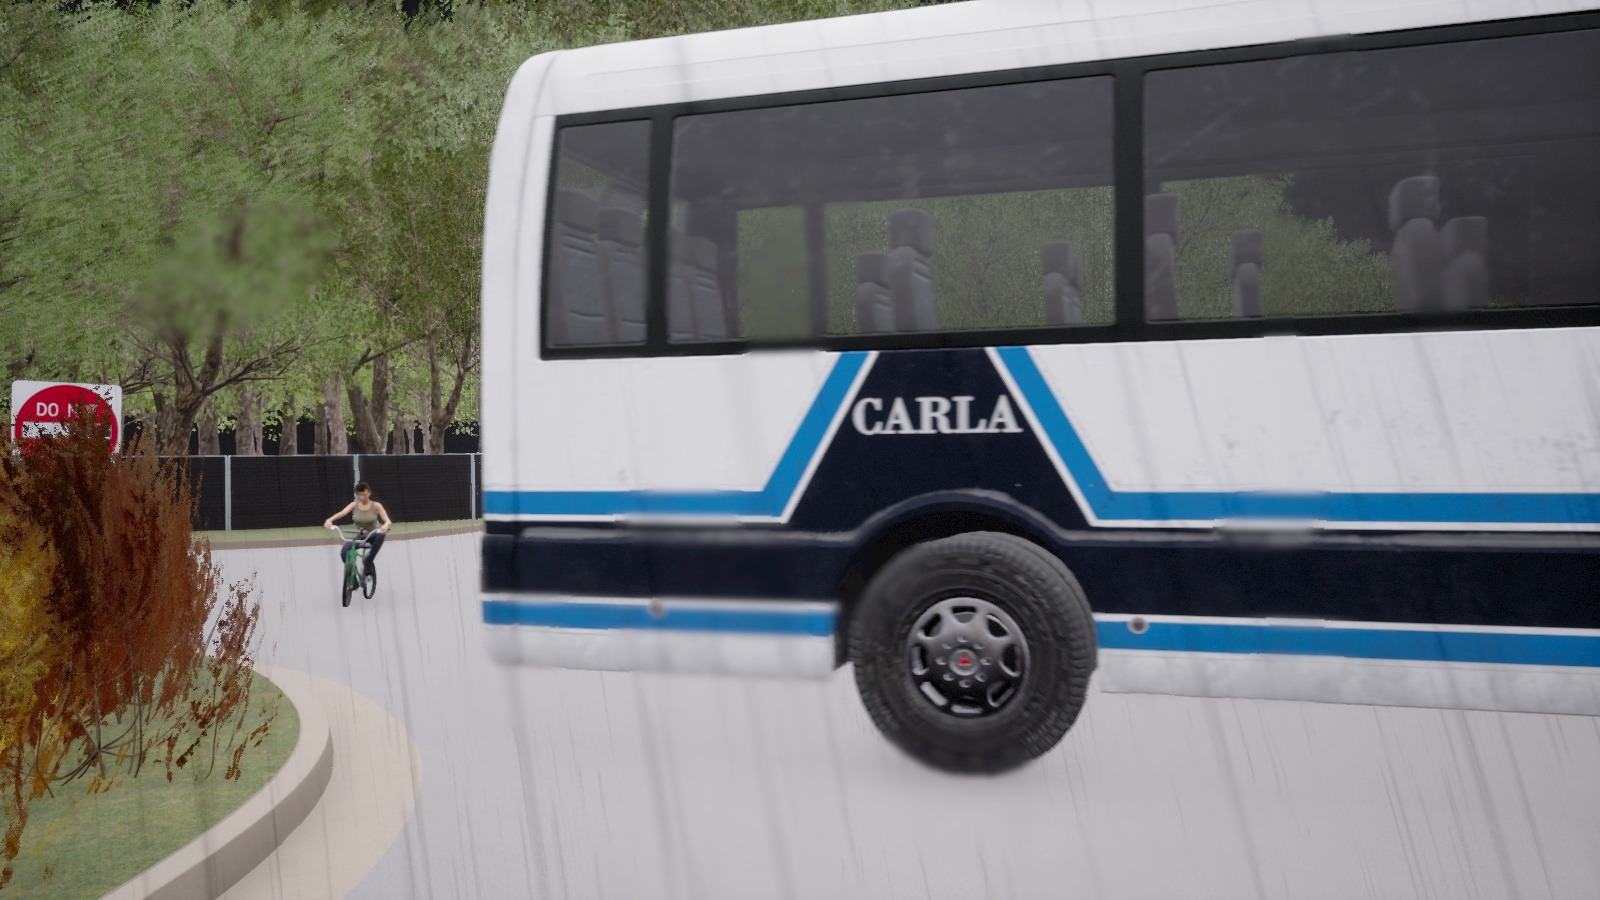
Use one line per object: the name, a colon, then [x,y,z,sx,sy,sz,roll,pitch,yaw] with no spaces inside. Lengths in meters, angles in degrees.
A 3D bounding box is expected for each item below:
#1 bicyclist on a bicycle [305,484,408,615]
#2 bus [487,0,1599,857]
bicyclist on a bicycle: [-5.858,1.281,16.681,0.866,1.612,1.509,1,-1,-3]
bus: [3.844,-0.447,7.155,10.273,4.253,3.944,-1,1,17]
